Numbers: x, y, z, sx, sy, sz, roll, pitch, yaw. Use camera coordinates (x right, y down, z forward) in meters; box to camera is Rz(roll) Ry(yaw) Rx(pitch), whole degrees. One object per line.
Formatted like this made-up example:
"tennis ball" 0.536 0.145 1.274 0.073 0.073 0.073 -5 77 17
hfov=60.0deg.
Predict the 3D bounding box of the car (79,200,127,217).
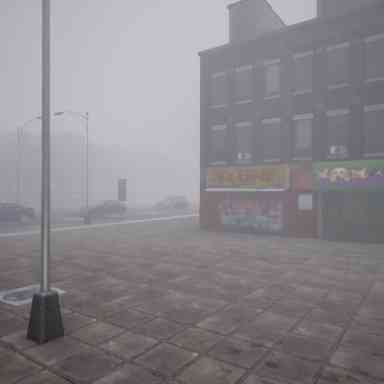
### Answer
"car" -8.018 1.445 30.378 1.812 1.442 4.674 0 0 35

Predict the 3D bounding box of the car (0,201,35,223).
"car" -13.391 1.432 22.730 1.882 1.535 5.008 0 0 35

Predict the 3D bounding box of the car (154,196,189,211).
"car" -2.289 1.236 38.520 2.097 1.767 4.553 0 0 35
